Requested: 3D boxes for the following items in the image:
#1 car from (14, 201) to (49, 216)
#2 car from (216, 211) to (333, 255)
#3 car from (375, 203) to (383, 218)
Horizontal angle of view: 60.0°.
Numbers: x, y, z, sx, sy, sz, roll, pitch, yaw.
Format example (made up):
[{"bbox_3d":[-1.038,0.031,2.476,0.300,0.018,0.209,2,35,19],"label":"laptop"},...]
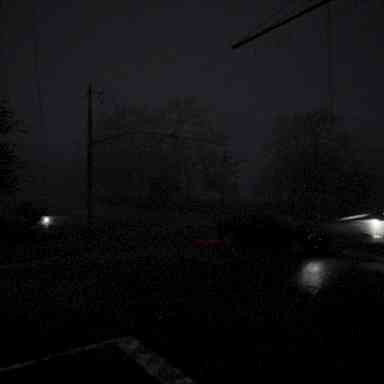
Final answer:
[{"bbox_3d":[-15.208,1.517,31.497,4.181,1.385,1.994,2,1,43],"label":"car"},{"bbox_3d":[3.321,1.594,14.081,5.008,1.535,1.882,0,-1,43],"label":"car"},{"bbox_3d":[19.004,1.726,31.824,2.128,1.511,4.902,0,-1,42],"label":"car"}]
